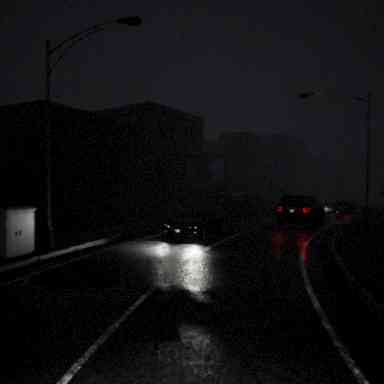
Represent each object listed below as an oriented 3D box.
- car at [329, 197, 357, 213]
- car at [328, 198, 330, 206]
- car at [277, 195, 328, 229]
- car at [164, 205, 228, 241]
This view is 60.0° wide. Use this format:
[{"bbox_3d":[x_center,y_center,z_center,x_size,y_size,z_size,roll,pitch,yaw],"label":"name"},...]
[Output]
[{"bbox_3d":[17.288,1.535,37.533,1.882,1.535,5.008,1,0,34],"label":"car"},{"bbox_3d":[21.747,1.512,50.809,1.882,1.535,5.008,1,1,34],"label":"car"},{"bbox_3d":[7.317,1.225,22.166,2.150,2.045,5.566,1,0,30],"label":"car"},{"bbox_3d":[0.357,1.440,16.600,1.837,1.490,4.892,0,0,24],"label":"car"}]
